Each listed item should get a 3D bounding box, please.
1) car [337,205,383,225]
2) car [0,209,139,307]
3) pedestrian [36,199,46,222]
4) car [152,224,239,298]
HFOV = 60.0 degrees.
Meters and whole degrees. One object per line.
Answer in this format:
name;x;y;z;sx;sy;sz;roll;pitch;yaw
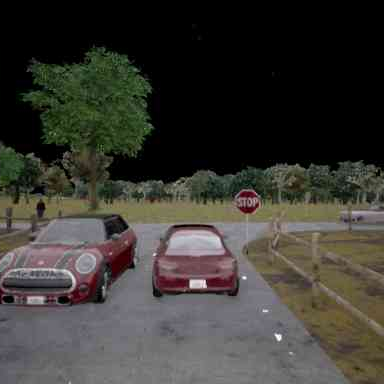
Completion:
car;12.976;1.612;23.666;4.718;1.301;1.895;0;-2;0
car;-2.737;1.366;8.242;2.097;1.767;4.553;0;0;2
pedestrian;-12.160;1.440;26.693;0.375;1.860;0.375;0;-1;0
car;0.025;1.540;8.469;1.812;1.442;4.674;0;0;-2
